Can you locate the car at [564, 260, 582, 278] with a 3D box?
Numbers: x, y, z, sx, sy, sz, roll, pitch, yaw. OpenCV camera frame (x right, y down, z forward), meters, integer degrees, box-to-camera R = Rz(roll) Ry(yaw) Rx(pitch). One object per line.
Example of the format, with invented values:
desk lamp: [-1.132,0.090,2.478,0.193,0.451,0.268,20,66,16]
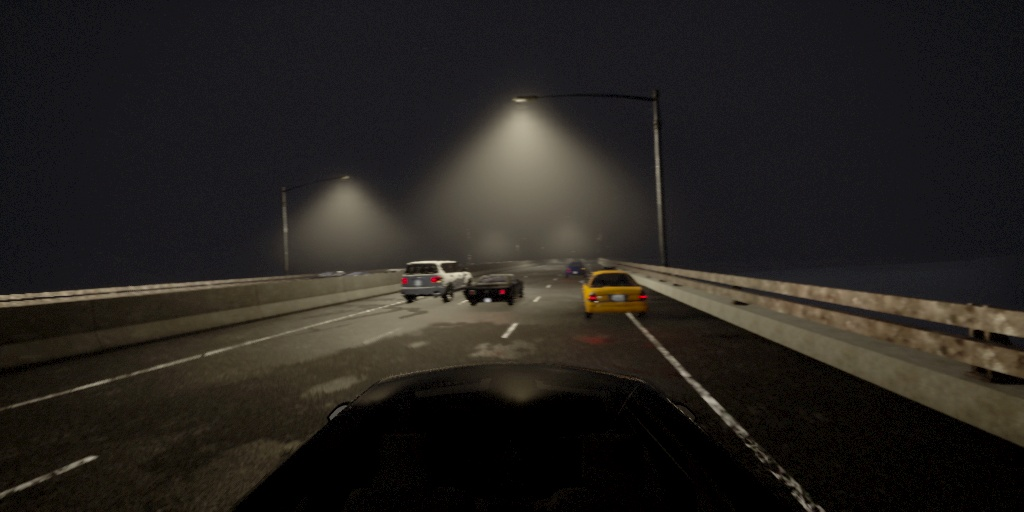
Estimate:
car: [5.906,1.250,33.306,1.812,1.442,4.674,-3,0,11]

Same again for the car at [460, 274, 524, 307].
car: [-0.601,1.484,16.506,1.895,1.301,4.718,-3,0,10]

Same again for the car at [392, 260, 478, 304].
car: [-3.764,1.262,18.810,2.150,2.045,5.566,-3,0,10]

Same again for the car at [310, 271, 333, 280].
car: [-18.469,2.316,36.649,2.128,1.511,4.902,-3,0,11]

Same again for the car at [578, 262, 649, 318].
car: [3.371,1.134,12.459,1.801,1.575,5.366,-3,0,10]

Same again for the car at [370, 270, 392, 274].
car: [-11.602,2.038,35.332,1.812,1.442,4.674,-3,0,11]

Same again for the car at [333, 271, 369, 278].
car: [-15.139,2.233,35.393,1.994,1.385,4.181,-3,-1,11]
